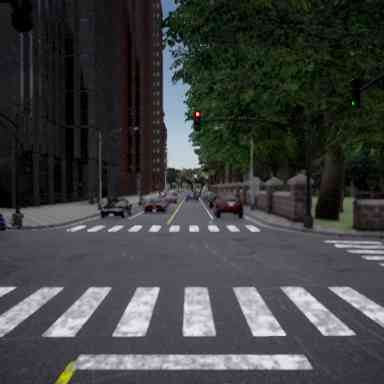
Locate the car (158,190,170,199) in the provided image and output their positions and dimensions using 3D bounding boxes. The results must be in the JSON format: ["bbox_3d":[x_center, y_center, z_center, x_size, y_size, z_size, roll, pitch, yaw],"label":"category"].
[{"bbox_3d":[-5.755,0.416,69.515,2.192,1.841,5.009,0,1,0],"label":"car"}]

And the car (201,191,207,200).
[{"bbox_3d":[2.768,0.927,47.698,2.008,1.369,4.403,0,1,0],"label":"car"}]

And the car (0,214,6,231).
[{"bbox_3d":[-10.142,1.175,13.792,4.674,1.442,1.812,1,0,8],"label":"car"}]

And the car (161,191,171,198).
[{"bbox_3d":[-5.754,0.578,74.974,1.887,1.381,4.507,0,1,0],"label":"car"}]

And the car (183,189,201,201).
[{"bbox_3d":[0.061,0.622,56.140,2.097,1.767,4.553,0,1,0],"label":"car"}]

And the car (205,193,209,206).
[{"bbox_3d":[2.767,1.080,36.785,1.947,1.339,4.313,0,1,0],"label":"car"}]

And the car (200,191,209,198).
[{"bbox_3d":[2.771,0.557,75.147,1.752,1.417,4.829,0,1,0],"label":"car"}]

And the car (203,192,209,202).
[{"bbox_3d":[2.768,0.996,42.241,2.008,1.369,4.403,0,1,0],"label":"car"}]

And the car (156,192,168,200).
[{"bbox_3d":[-5.755,0.751,64.062,1.802,1.307,4.206,0,1,0],"label":"car"}]

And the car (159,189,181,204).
[{"bbox_3d":[-3.081,0.751,45.860,2.097,1.767,4.553,0,1,0],"label":"car"}]

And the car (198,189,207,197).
[{"bbox_3d":[2.772,0.216,85.887,2.192,1.841,5.009,0,1,0],"label":"car"}]

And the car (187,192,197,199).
[{"bbox_3d":[0.008,0.704,66.406,1.994,1.385,4.181,0,1,0],"label":"car"}]

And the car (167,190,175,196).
[{"bbox_3d":[-5.753,0.275,91.343,1.967,1.590,4.097,0,1,0],"label":"car"}]

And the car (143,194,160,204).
[{"bbox_3d":[-5.757,0.958,47.692,1.802,1.307,4.206,0,1,0],"label":"car"}]

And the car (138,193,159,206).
[{"bbox_3d":[-5.758,0.996,42.235,2.008,1.369,4.403,0,1,0],"label":"car"}]

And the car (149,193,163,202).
[{"bbox_3d":[-5.756,0.889,53.148,1.802,1.307,4.206,0,1,0],"label":"car"}]

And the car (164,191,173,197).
[{"bbox_3d":[-5.754,0.511,80.431,1.887,1.381,4.507,0,1,0],"label":"car"}]

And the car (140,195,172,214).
[{"bbox_3d":[-3.096,1.206,29.557,1.895,1.301,4.718,0,1,0],"label":"car"}]

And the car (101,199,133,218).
[{"bbox_3d":[-5.759,1.219,25.865,1.947,1.339,4.313,0,1,0],"label":"car"}]

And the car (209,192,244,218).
[{"bbox_3d":[2.766,0.968,25.871,2.192,1.841,5.009,0,1,0],"label":"car"}]

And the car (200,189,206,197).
[{"bbox_3d":[2.769,0.748,53.152,1.967,1.590,4.097,0,1,0],"label":"car"}]
